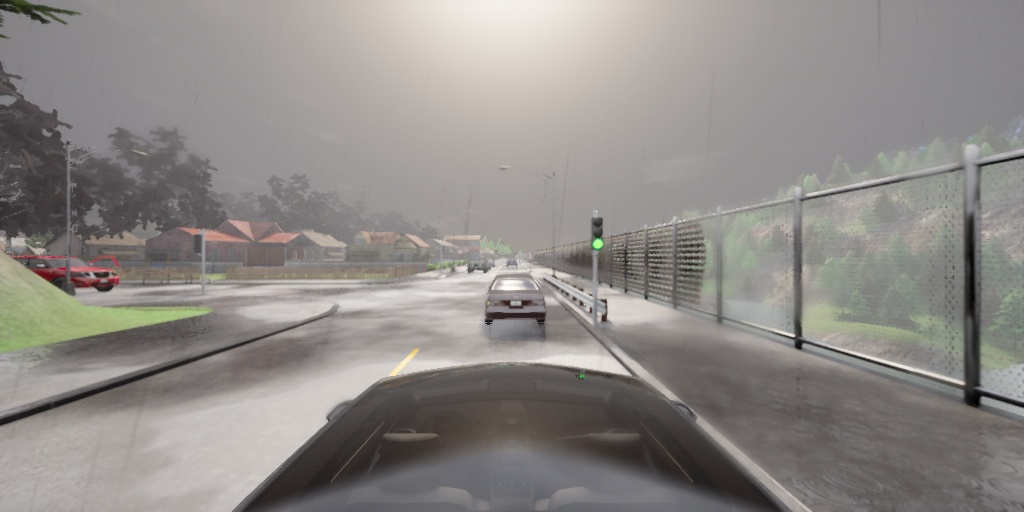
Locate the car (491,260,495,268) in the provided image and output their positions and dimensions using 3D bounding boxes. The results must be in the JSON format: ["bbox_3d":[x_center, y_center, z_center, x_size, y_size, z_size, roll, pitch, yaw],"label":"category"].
[{"bbox_3d":[-4.067,1.358,53.891,2.033,1.411,5.357,0,0,0],"label":"car"}]

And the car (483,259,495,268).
[{"bbox_3d":[-4.014,1.348,63.895,1.812,1.442,4.674,0,0,0],"label":"car"}]

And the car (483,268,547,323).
[{"bbox_3d":[0.032,1.310,12.086,2.033,1.411,5.357,0,0,-2],"label":"car"}]

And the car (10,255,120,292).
[{"bbox_3d":[-24.677,0.991,19.265,5.566,2.045,2.150,0,0,0],"label":"car"}]

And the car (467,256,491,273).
[{"bbox_3d":[-4.103,1.020,43.649,2.150,2.045,5.566,0,0,0],"label":"car"}]
